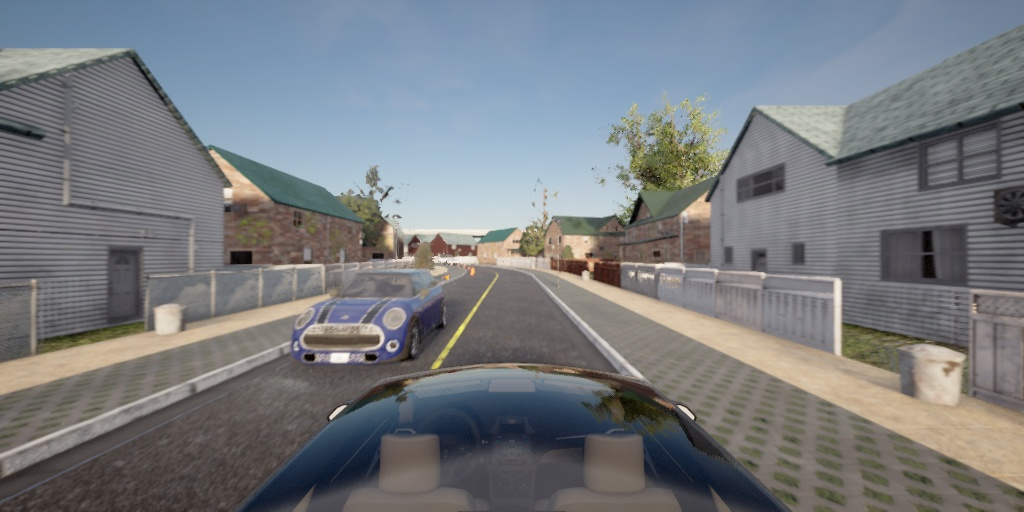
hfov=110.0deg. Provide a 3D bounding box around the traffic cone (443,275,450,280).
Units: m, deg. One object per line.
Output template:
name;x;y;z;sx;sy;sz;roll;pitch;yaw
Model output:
traffic cone;-4.825;1.320;27.116;0.340;0.580;0.340;0;0;28

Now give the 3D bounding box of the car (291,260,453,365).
car;-2.852;1.088;8.179;2.097;1.767;4.553;0;0;0

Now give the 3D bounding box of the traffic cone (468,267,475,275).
traffic cone;-3.926;1.621;35.478;0.340;0.580;0.340;0;0;-2
